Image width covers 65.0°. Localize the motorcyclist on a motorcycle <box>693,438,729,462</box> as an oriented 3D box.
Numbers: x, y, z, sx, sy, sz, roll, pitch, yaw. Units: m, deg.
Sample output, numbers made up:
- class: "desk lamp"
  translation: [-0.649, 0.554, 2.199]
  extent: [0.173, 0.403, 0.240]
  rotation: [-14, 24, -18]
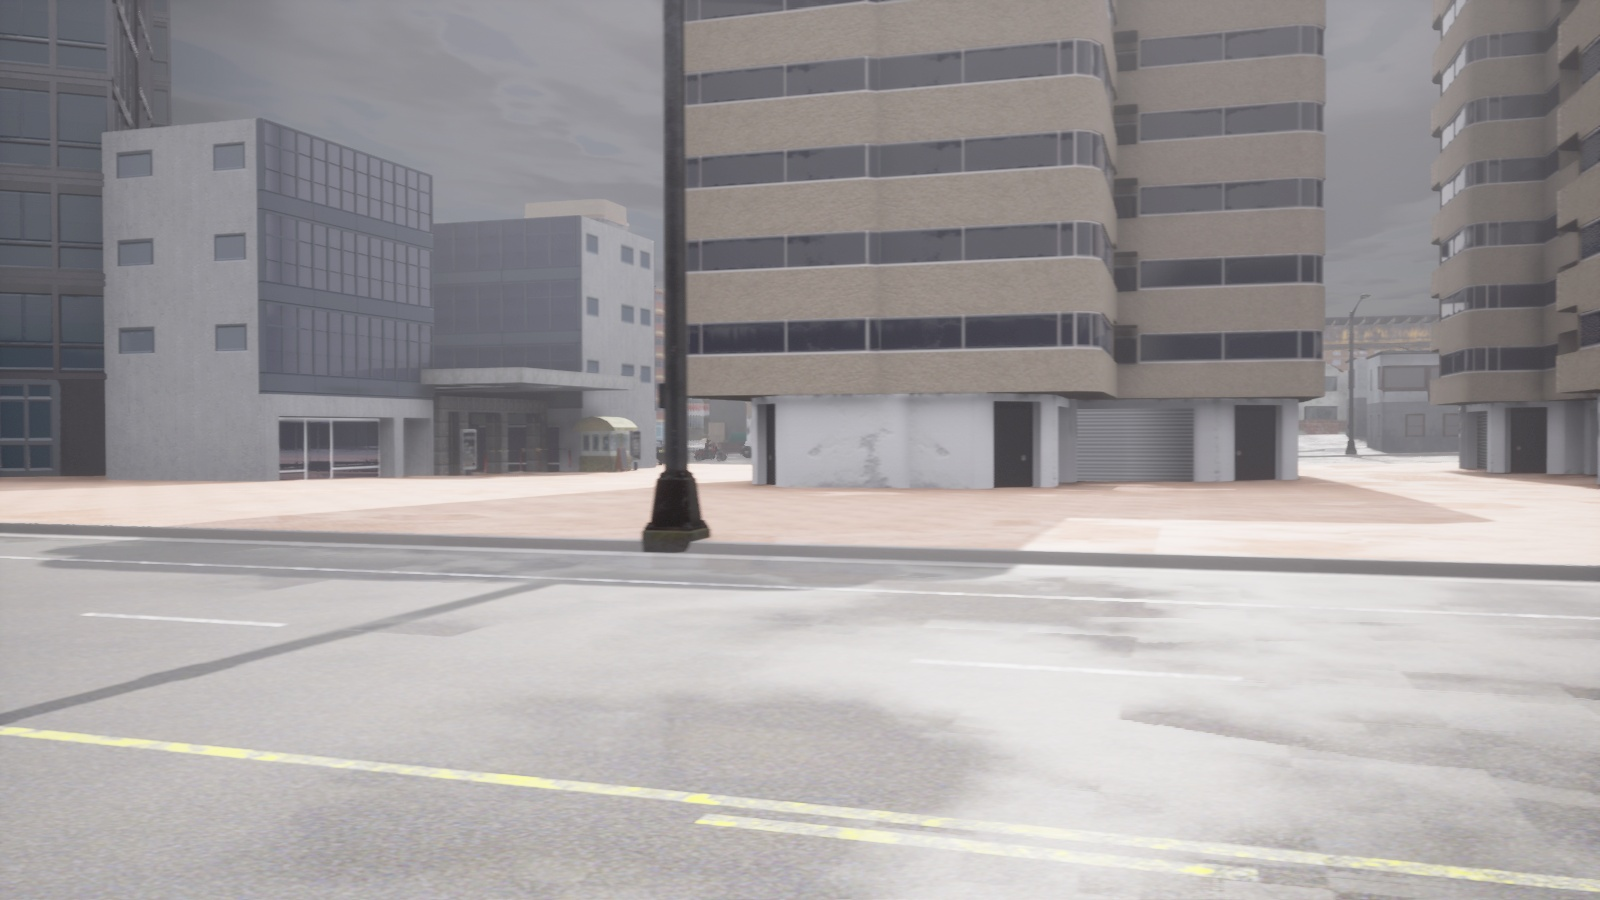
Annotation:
- class: "motorcyclist on a motorcycle"
  translation: [-6.284, 0.008, 88.567]
  extent: [2.350, 1.649, 0.766]
  rotation: [2, 1, 17]
